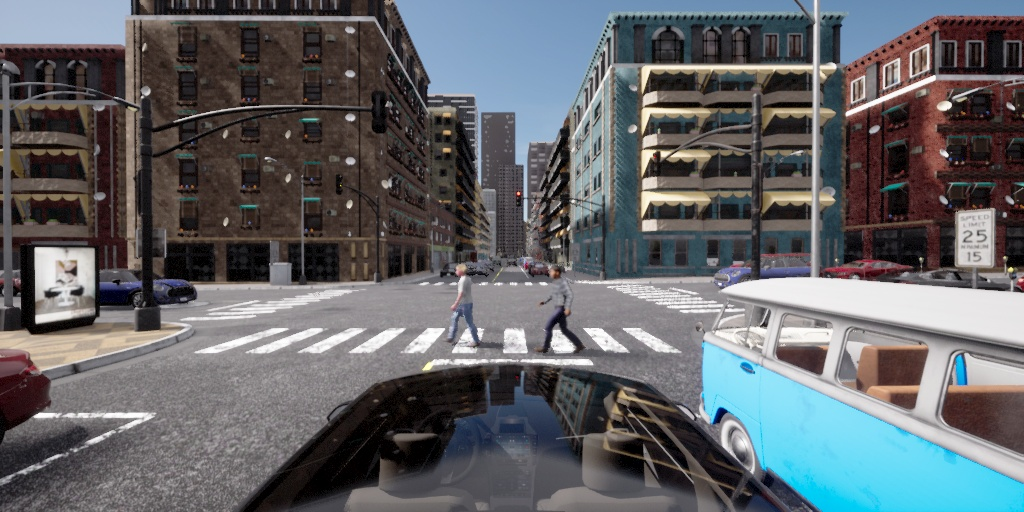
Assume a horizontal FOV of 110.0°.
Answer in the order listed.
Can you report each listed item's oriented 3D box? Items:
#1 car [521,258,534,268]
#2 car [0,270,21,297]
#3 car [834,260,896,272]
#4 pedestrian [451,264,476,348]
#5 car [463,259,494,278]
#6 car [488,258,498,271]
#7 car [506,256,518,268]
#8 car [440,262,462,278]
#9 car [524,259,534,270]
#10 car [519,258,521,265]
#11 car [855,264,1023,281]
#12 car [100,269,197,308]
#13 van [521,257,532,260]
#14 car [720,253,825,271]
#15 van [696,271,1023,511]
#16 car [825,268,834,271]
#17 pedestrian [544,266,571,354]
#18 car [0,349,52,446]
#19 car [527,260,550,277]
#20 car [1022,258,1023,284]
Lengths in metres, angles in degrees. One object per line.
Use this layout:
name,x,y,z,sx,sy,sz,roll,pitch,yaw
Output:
car,2.677,1.300,50.979,1.888,1.381,4.507,0,0,0
car,-30.266,1.572,21.359,4.097,1.591,1.967,0,0,0
car,21.338,0.928,21.614,4.507,1.381,1.888,0,0,0
pedestrian,-1.047,1.043,7.772,0.375,1.860,0.375,0,0,0
car,-3.104,1.296,34.004,2.033,1.411,5.357,0,0,0
car,-3.114,1.300,44.833,2.033,1.411,5.357,0,0,-1
car,-0.017,1.266,63.448,1.837,1.490,4.892,0,0,0
car,-5.700,1.315,34.419,1.948,1.339,4.313,0,0,0
car,2.679,1.316,39.932,1.948,1.339,4.313,0,0,0
car,2.674,1.326,62.026,1.948,1.339,4.313,0,0,0
car,15.791,1.096,13.192,4.313,1.339,1.948,0,0,0
car,-16.564,1.331,15.571,4.553,1.767,2.097,-1,0,-1
van,2.675,1.098,56.502,1.690,1.789,3.998,0,0,0
car,13.273,0.872,18.995,4.553,1.767,2.097,-1,0,1
van,2.689,1.091,2.015,1.690,1.789,3.998,0,0,0
car,15.767,0.778,21.572,5.009,1.841,2.192,0,0,0
pedestrian,0.912,1.043,7.174,0.375,1.860,0.375,0,0,0
car,-5.692,1.332,2.014,1.802,1.307,4.207,0,0,0
car,2.681,1.331,34.409,1.802,1.307,4.207,0,0,0
car,31.262,0.807,19.090,5.357,1.411,2.033,-1,0,0
